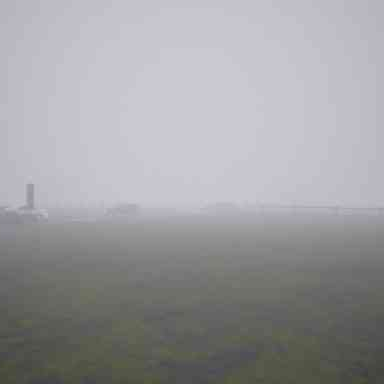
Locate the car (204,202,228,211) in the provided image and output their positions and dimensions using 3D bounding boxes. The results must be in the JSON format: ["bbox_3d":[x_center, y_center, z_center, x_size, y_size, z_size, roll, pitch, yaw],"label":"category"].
[{"bbox_3d":[3.772,2.264,52.297,1.895,1.301,4.718,-1,-1,36],"label":"car"}]

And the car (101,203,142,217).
[{"bbox_3d":[-7.626,1.914,36.275,2.128,1.511,4.902,-1,-1,35],"label":"car"}]

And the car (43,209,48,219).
[{"bbox_3d":[-14.128,1.808,27.077,1.812,1.442,4.674,-1,-1,35],"label":"car"}]

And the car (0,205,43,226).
[{"bbox_3d":[-13.758,1.746,23.271,2.033,1.411,5.357,-2,-2,41],"label":"car"}]
